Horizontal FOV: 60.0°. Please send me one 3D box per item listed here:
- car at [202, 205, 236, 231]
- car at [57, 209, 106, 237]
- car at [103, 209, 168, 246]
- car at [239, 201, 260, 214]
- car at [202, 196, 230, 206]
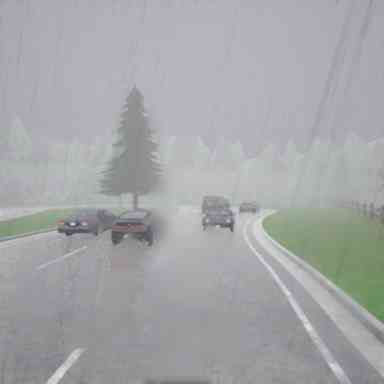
[{"bbox_3d":[1.865,1.735,21.564,1.895,1.301,4.718,0,0,9],"label":"car"},{"bbox_3d":[-5.599,1.665,18.986,2.033,1.411,5.357,0,0,7],"label":"car"},{"bbox_3d":[-2.375,1.604,15.948,1.837,1.490,4.892,0,0,6],"label":"car"},{"bbox_3d":[6.709,1.731,38.573,2.128,1.511,4.902,0,0,18],"label":"car"},{"bbox_3d":[2.819,1.457,38.006,2.150,2.045,5.566,0,0,20],"label":"car"}]
